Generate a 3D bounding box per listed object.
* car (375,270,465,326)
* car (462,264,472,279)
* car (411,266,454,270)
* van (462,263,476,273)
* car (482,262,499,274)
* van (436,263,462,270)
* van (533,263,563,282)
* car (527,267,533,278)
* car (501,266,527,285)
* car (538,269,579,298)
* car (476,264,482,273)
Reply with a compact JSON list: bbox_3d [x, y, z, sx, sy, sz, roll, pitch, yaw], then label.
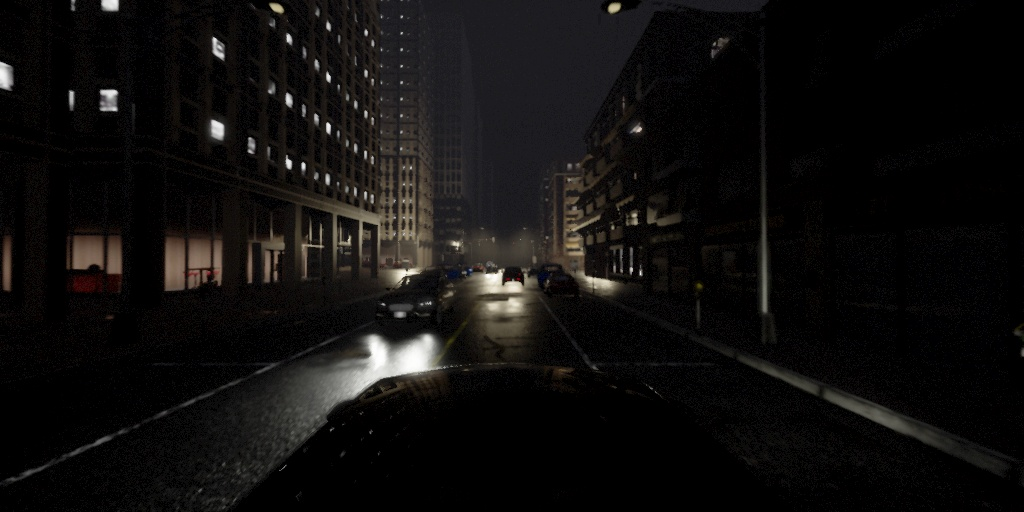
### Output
[{"bbox_3d":[-3.100,1.391,12.389,2.128,1.511,4.902,0,-1,0],"label":"car"},{"bbox_3d":[-5.686,1.799,37.018,2.007,1.370,4.403,0,0,0],"label":"car"},{"bbox_3d":[-5.687,1.653,25.722,1.948,1.339,4.313,0,0,0],"label":"car"},{"bbox_3d":[-5.685,1.670,42.666,1.690,1.789,3.998,0,0,0],"label":"van"},{"bbox_3d":[-3.008,2.012,55.715,2.128,1.511,4.902,0,-1,0],"label":"car"},{"bbox_3d":[-5.687,1.508,31.370,1.690,1.789,3.998,0,0,0],"label":"van"},{"bbox_3d":[2.693,1.428,25.721,1.690,1.789,3.998,0,0,0],"label":"van"},{"bbox_3d":[2.695,1.880,42.665,2.007,1.370,4.403,0,0,0],"label":"car"},{"bbox_3d":[0.099,1.661,30.538,1.837,1.490,4.892,0,-1,0],"label":"car"},{"bbox_3d":[2.692,1.589,20.073,1.802,1.307,4.207,0,0,0],"label":"car"},{"bbox_3d":[-5.684,2.016,59.610,1.967,1.591,4.097,0,0,0],"label":"car"}]
